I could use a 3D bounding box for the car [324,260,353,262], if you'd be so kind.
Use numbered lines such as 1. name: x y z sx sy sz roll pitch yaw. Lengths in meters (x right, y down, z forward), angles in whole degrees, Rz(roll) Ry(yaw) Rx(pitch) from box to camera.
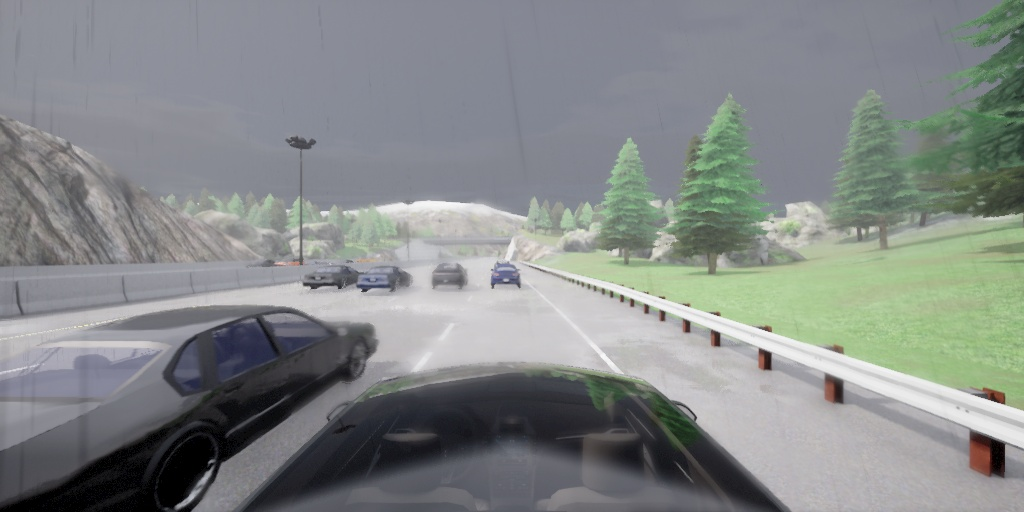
1. car: -22.500 1.224 47.644 1.837 1.490 4.892 0 0 -2

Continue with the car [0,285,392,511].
1. car: -3.363 1.295 4.100 2.033 1.411 5.357 0 0 1

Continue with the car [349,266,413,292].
1. car: -7.288 1.284 20.976 2.033 1.411 5.357 0 0 -2

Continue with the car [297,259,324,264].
1. car: -26.004 1.318 47.768 1.895 1.301 4.718 0 0 -2

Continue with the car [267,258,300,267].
1. car: -29.498 1.069 47.453 2.097 1.767 4.553 0 0 -2

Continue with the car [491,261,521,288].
1. car: -0.400 1.262 23.390 1.812 1.442 4.674 0 0 -1

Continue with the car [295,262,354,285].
1. car: -10.843 1.283 22.332 2.033 1.411 5.357 0 0 -2

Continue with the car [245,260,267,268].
1. car: -32.999 1.224 47.487 1.837 1.490 4.892 0 0 -2

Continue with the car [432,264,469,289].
1. car: -3.869 1.226 22.861 2.128 1.511 4.902 0 0 -2
